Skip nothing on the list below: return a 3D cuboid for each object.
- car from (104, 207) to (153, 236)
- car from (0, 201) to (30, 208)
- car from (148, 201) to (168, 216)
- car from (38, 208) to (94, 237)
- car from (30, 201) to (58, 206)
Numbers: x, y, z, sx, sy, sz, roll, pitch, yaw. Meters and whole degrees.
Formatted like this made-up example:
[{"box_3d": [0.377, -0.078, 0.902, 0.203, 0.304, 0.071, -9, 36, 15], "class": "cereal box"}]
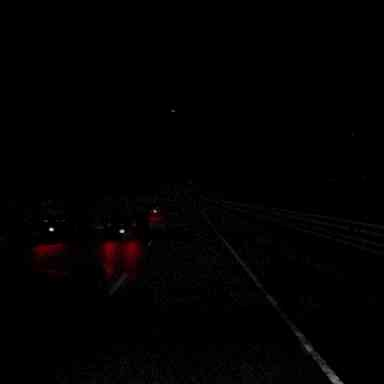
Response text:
[{"box_3d": [-3.643, 1.753, 19.390, 1.895, 1.301, 4.718, 0, 0, -1], "class": "car"}, {"box_3d": [-21.565, 1.905, 41.962, 1.837, 1.490, 4.892, 0, -1, 0], "class": "car"}, {"box_3d": [-3.888, 1.805, 37.225, 1.837, 1.490, 4.892, 0, 0, -1], "class": "car"}, {"box_3d": [-7.141, 1.668, 19.254, 1.837, 1.490, 4.892, 0, -1, -1], "class": "car"}, {"box_3d": [-18.065, 1.911, 41.975, 1.812, 1.442, 4.674, 0, -1, 0], "class": "car"}]
